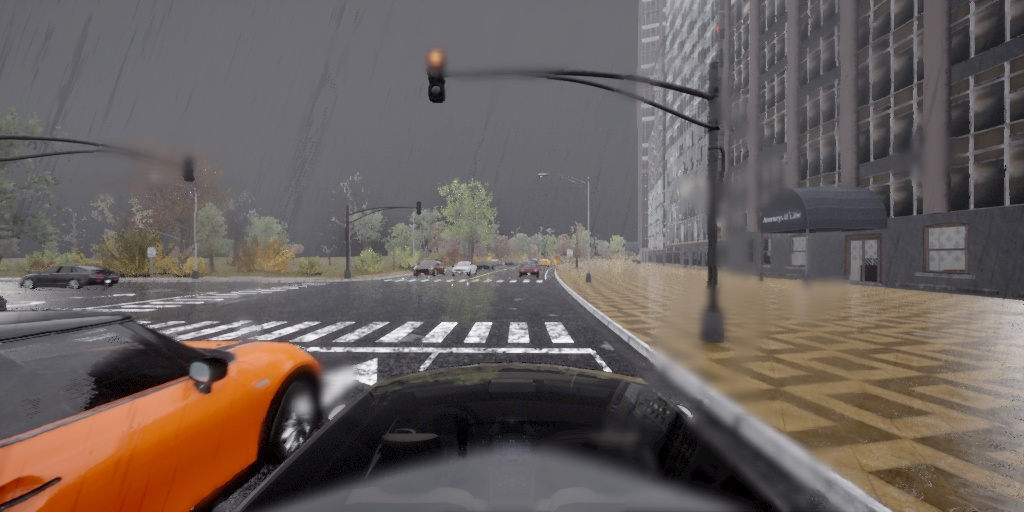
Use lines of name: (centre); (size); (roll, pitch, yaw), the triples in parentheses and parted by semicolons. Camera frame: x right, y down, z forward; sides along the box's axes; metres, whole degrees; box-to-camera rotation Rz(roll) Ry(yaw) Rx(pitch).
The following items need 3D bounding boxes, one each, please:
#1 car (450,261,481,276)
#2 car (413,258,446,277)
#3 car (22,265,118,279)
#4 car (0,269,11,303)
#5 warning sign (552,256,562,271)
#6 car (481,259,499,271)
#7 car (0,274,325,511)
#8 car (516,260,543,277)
car: (-4.788, 1.273, 36.539); (1.812, 1.442, 4.674); (0, 0, 6)
car: (-8.140, 1.100, 35.594); (2.097, 1.767, 4.553); (0, 0, 6)
car: (-27.093, 1.302, 22.028); (4.892, 1.490, 1.837); (0, 0, 3)
car: (-24.949, 1.321, 15.257); (4.892, 1.490, 1.837); (0, 0, 3)
warning sign: (5.507, 0.868, 44.175); (1.300, 1.860, 1.060); (0, 0, 7)
car: (-3.470, 1.350, 48.188); (1.895, 1.301, 4.718); (0, 0, 8)
car: (-3.103, 1.103, 2.084); (2.097, 1.767, 4.553); (0, 0, 0)
car: (1.796, 1.350, 35.286); (1.895, 1.301, 4.718); (0, 0, 6)
